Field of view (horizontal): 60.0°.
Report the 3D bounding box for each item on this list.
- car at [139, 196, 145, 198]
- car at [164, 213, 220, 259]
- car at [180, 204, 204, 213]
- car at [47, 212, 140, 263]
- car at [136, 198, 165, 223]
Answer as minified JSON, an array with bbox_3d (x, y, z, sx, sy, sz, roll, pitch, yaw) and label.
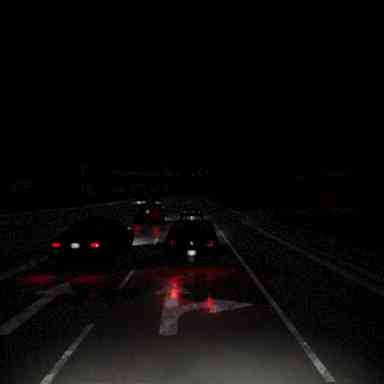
[{"bbox_3d":[-14.061,2.027,93.618,1.837,1.490,4.892,0,0,0],"label":"car"},{"bbox_3d":[0.006,1.745,13.240,1.895,1.301,4.718,0,-1,0],"label":"car"},{"bbox_3d":[-0.001,1.801,28.490,2.128,1.511,4.902,0,0,0],"label":"car"},{"bbox_3d":[-3.501,1.684,12.492,2.033,1.411,5.357,0,-1,0],"label":"car"},{"bbox_3d":[-3.500,1.658,28.409,2.097,1.767,4.553,0,-1,0],"label":"car"}]
